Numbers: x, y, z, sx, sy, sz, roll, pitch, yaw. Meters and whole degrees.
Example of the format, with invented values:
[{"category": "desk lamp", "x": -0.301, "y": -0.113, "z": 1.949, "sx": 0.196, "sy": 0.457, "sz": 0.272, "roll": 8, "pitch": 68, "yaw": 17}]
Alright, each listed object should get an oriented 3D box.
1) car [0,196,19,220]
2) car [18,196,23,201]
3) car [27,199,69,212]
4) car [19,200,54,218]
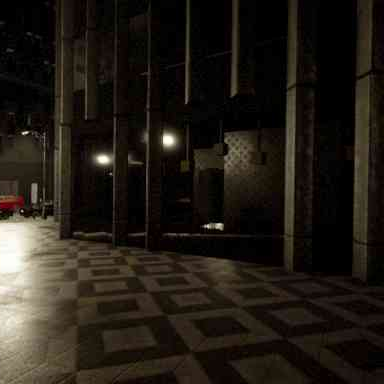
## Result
[{"category": "car", "x": -17.124, "y": 1.459, "z": 26.625, "sx": 2.192, "sy": 1.841, "sz": 5.009, "roll": 1, "pitch": 0, "yaw": 35}, {"category": "car", "x": -20.823, "y": 1.349, "z": 36.162, "sx": 2.192, "sy": 1.841, "sz": 5.009, "roll": 1, "pitch": 0, "yaw": 35}, {"category": "car", "x": -17.569, "y": 1.629, "z": 40.770, "sx": 1.947, "sy": 1.339, "sz": 4.313, "roll": 1, "pitch": 0, "yaw": 35}, {"category": "car", "x": -13.870, "y": 1.738, "z": 31.235, "sx": 1.947, "sy": 1.339, "sz": 4.313, "roll": 1, "pitch": 0, "yaw": 35}]
